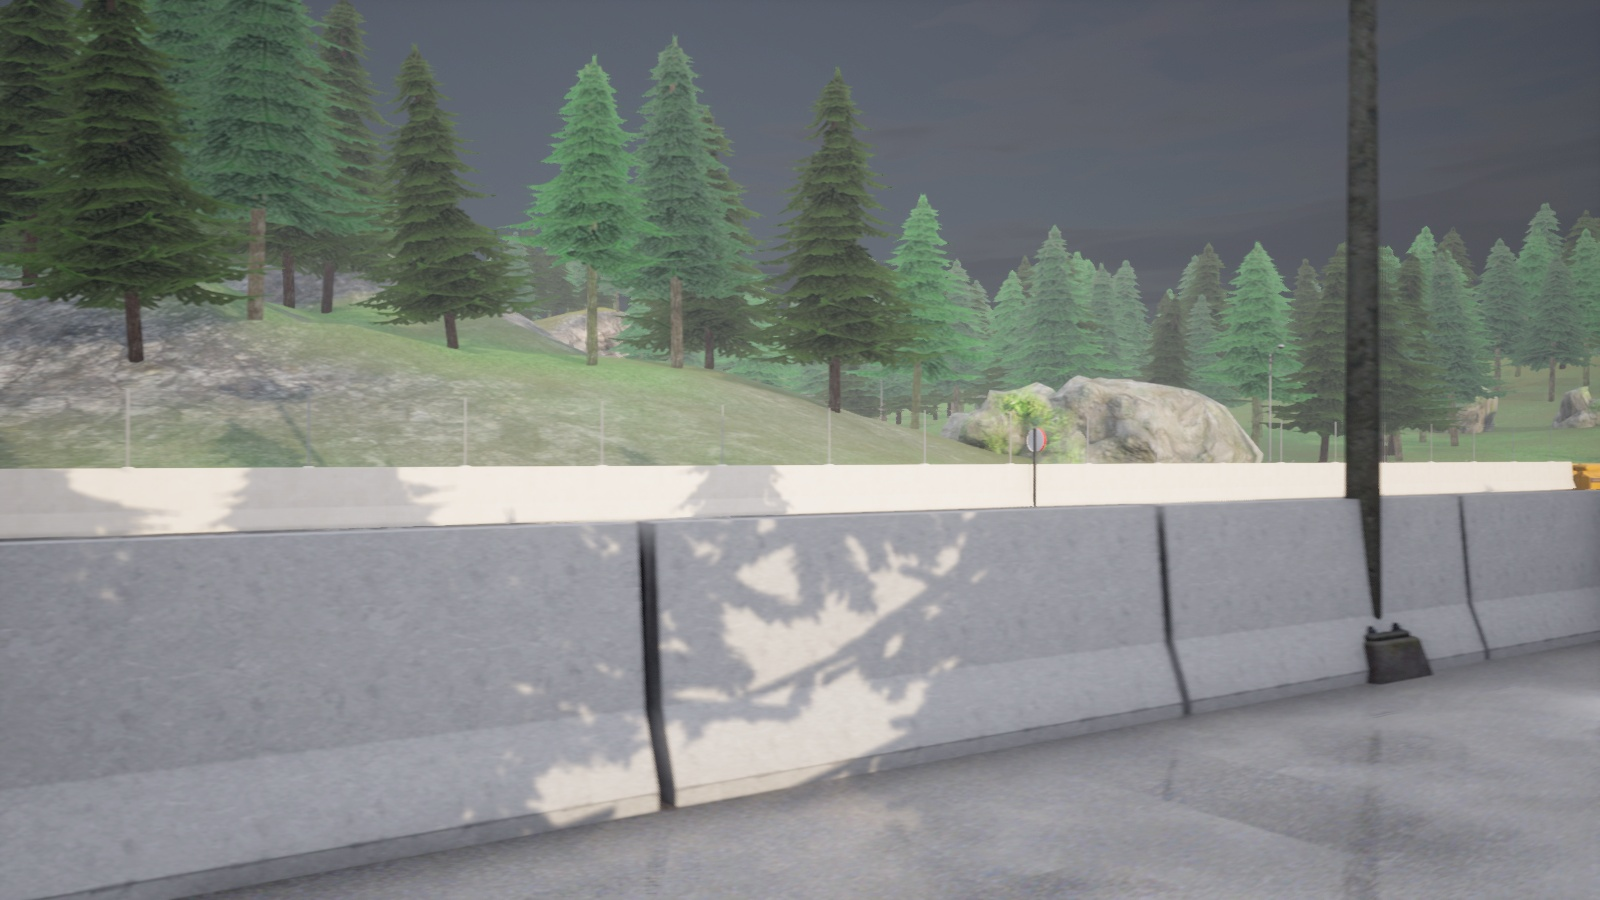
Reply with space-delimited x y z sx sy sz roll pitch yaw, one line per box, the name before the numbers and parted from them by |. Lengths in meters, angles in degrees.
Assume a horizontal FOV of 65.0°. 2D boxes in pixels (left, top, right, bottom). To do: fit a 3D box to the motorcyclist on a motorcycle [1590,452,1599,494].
motorcyclist on a motorcycle | 29.702 0.828 45.654 2.191 1.530 0.866 0 0 -35
